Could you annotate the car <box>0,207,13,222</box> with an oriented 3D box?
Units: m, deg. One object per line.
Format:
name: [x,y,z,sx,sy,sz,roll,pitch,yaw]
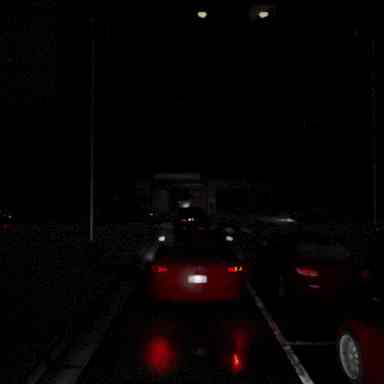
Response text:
car: [-17.148,1.812,27.149,4.674,1.442,1.812,-1,-1,0]

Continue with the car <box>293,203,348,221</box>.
car: [10.373,1.563,27.047,4.181,1.385,1.994,-1,-1,0]

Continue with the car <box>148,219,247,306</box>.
car: [0.095,1.586,8.143,1.994,1.385,4.181,0,0,0]

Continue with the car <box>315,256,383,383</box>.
car: [2.650,1.589,2.505,1.802,1.307,4.206,1,0,0]

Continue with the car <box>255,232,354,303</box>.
car: [2.647,1.604,7.944,1.802,1.307,4.206,1,0,0]

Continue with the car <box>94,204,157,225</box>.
car: [-4.866,1.605,24.148,4.674,1.442,1.812,-1,-1,0]

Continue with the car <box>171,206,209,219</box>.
car: [-0.102,1.554,18.135,1.837,1.490,4.892,0,0,-3]
